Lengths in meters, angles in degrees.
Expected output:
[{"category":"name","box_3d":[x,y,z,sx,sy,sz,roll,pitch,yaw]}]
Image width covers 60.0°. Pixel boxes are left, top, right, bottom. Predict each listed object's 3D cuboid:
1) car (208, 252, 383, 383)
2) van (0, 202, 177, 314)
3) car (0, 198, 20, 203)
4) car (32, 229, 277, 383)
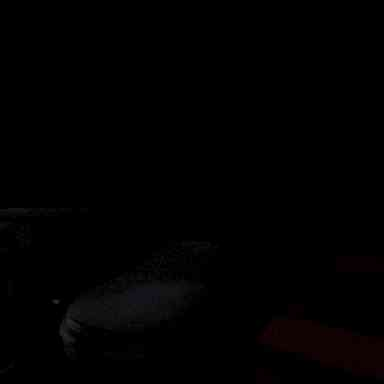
[{"category":"car","box_3d":[2.455,1.480,4.003,2.097,1.535,5.008,0,0,36]},{"category":"van","box_3d":[-2.087,1.261,7.393,1.878,1.987,4.442,0,0,36]},{"category":"car","box_3d":[-8.936,1.246,12.101,2.435,2.045,5.566,0,0,36]},{"category":"car","box_3d":[0.103,1.524,5.691,2.002,1.452,4.674,0,0,36]}]
